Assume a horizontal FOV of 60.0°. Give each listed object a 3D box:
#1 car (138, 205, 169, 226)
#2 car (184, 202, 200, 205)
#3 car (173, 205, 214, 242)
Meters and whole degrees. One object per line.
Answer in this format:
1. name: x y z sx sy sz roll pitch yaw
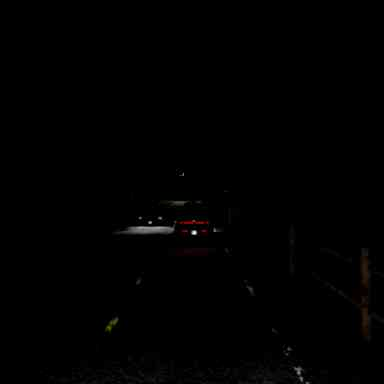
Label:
1. car: -2.801 1.693 25.134 2.033 1.411 5.357 0 0 1
2. car: -0.007 1.661 31.578 1.882 1.535 5.008 0 0 -2
3. car: 0.099 1.599 17.062 1.837 1.490 4.892 0 -1 0
